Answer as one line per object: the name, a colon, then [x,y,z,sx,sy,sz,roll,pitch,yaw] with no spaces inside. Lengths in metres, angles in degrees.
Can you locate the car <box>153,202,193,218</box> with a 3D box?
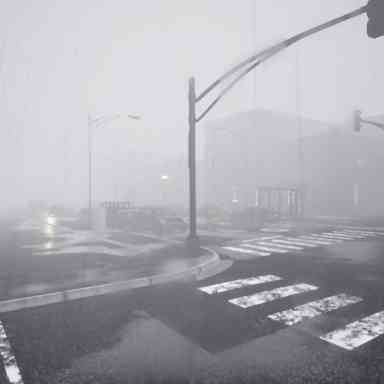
car: [-2.072,1.820,34.459,1.752,1.417,4.829,-1,0,-36]

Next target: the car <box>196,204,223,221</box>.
car: [1.276,1.753,29.903,1.752,1.417,4.829,-1,0,-36]

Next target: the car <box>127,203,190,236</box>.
car: [-2.020,1.673,20.292,1.967,1.590,4.097,-1,0,-36]

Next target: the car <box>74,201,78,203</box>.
car: [-22.057,2.279,61.657,1.802,1.307,4.206,-1,0,-36]

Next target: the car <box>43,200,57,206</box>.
car: [-32.100,2.444,75.325,1.887,1.381,4.507,-1,0,-36]

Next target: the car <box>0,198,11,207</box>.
car: [-42.232,2.358,74.936,2.192,1.841,5.009,-1,0,-36]

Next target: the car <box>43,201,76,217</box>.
car: [-15.410,2.053,38.515,2.008,1.369,4.403,-1,0,-36]

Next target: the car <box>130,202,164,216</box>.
car: [-5.319,1.911,38.878,2.008,1.369,4.403,-1,0,-36]

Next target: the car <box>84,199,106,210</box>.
car: [-15.365,2.002,52.545,1.967,1.590,4.097,-1,0,-36]

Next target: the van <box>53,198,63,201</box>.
van: [-28.758,2.173,70.769,1.690,1.788,3.998,-1,0,-36]

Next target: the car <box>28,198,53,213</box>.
car: [-22.111,1.952,47.626,2.192,1.841,5.009,-1,0,-36]

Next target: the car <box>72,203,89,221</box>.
car: [-8.714,1.918,29.403,2.008,1.369,4.403,-1,0,-36]

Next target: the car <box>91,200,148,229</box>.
car: [-5.372,1.615,24.847,2.192,1.841,5.009,-1,0,-36]

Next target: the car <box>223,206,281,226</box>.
car: [4.726,1.724,25.210,1.947,1.339,4.313,-1,0,-36]

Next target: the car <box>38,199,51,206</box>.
car: [-35.549,2.495,80.018,1.752,1.417,4.829,-1,0,-36]
